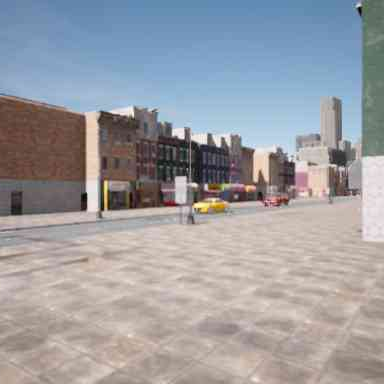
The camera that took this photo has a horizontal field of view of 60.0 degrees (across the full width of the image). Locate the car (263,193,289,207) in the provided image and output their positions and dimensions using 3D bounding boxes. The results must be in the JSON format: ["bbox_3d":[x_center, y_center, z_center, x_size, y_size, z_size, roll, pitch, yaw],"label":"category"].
[{"bbox_3d":[12.207,1.122,48.040,2.150,2.045,5.566,0,0,35],"label":"car"}]

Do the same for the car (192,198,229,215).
[{"bbox_3d":[1.904,1.391,33.714,1.882,1.535,5.008,0,0,35],"label":"car"}]
